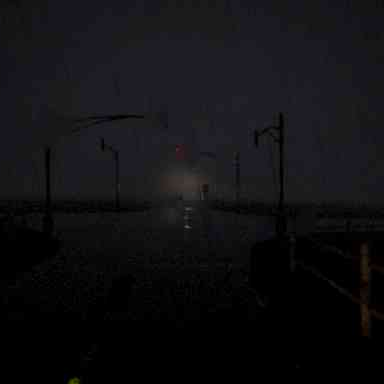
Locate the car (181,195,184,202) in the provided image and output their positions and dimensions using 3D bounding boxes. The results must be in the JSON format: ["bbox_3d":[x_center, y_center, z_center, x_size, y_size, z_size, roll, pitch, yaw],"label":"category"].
[{"bbox_3d":[-2.677,1.148,66.137,1.812,1.442,4.674,0,1,0],"label":"car"}]

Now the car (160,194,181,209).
[{"bbox_3d":[-2.772,1.301,40.123,2.128,1.511,4.902,0,1,0],"label":"car"}]
